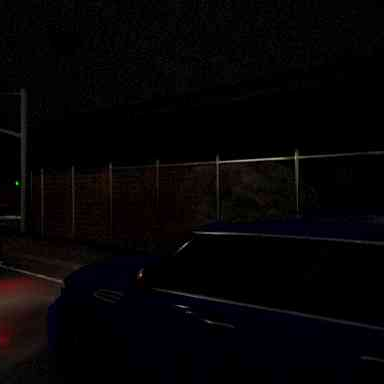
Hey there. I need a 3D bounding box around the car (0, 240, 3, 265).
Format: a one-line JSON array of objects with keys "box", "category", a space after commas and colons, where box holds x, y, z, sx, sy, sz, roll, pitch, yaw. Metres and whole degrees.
[{"box": [-7.128, 1.492, 9.074, 4.902, 1.511, 2.128, 0, 0, 33], "category": "car"}]

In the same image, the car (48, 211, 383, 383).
[{"box": [0.887, 1.222, 3.357, 5.566, 2.045, 2.150, 0, 0, 35], "category": "car"}]

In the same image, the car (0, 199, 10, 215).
[{"box": [-20.228, 1.407, 31.937, 2.097, 1.767, 4.553, 0, 0, 37], "category": "car"}]
